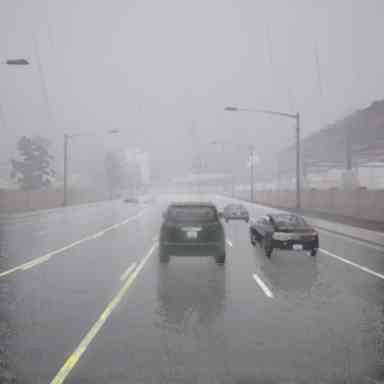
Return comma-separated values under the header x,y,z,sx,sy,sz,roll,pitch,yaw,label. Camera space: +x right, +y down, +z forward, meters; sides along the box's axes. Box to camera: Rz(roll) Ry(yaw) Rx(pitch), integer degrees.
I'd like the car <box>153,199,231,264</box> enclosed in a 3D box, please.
x,y,z,sx,sy,sz,roll,pitch,yaw,label
0.016,1.350,12.538,2.150,2.045,5.566,0,0,0,car

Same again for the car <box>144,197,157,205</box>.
x,y,z,sx,sy,sz,roll,pitch,yaw,label
-7.041,1.443,57.223,1.895,1.301,4.718,0,1,1,car

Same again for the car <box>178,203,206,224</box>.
x,y,z,sx,sy,sz,roll,pitch,yaw,label
0.019,1.686,27.455,2.033,1.411,5.357,0,0,0,car

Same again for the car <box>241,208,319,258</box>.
x,y,z,sx,sy,sz,roll,pitch,yaw,label
3.524,1.624,13.458,2.128,1.511,4.902,0,0,0,car

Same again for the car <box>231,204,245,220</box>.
x,y,z,sx,sy,sz,roll,pitch,yaw,label
3.519,1.686,27.459,2.033,1.411,5.357,0,0,0,car

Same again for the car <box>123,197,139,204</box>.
x,y,z,sx,sy,sz,roll,pitch,yaw,label
-10.542,1.440,57.542,1.895,1.301,4.718,0,1,1,car
